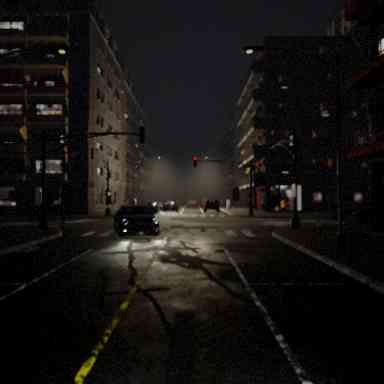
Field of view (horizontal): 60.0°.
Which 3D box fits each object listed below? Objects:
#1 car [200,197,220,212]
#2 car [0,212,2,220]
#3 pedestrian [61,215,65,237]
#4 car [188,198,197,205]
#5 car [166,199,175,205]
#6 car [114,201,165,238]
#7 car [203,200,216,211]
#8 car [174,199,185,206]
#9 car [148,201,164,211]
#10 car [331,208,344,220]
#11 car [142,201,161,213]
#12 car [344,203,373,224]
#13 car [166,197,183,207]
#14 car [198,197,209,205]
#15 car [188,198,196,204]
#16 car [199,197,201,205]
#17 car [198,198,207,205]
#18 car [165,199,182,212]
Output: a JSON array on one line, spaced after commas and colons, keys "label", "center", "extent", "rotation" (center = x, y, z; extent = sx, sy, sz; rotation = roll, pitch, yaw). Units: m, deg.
[{"label": "car", "center": [2.603, 1.705, 44.130], "extent": [2.192, 1.841, 5.009], "rotation": [1, -1, 0]}, {"label": "car", "center": [-17.762, 1.732, 26.396], "extent": [5.008, 1.535, 1.882], "rotation": [0, -2, 0]}, {"label": "pedestrian", "center": [-6.877, 1.833, 17.763], "extent": [0.500, 1.100, 0.500], "rotation": [1, -2, 0]}, {"label": "car", "center": [0.032, 2.169, 73.713], "extent": [1.882, 1.535, 5.008], "rotation": [0, -1, 0]}, {"label": "car", "center": [-5.268, 2.375, 83.017], "extent": [2.008, 1.369, 4.403], "rotation": [1, -1, 0]}, {"label": "car", "center": [-3.214, 1.512, 18.976], "extent": [2.097, 1.767, 4.553], "rotation": [0, 0, -18]}, {"label": "car", "center": [2.602, 1.968, 49.858], "extent": [1.752, 1.417, 4.829], "rotation": [1, -1, 0]}, {"label": "car", "center": [-2.719, 2.235, 73.527], "extent": [2.033, 1.411, 5.357], "rotation": [0, -1, 0]}, {"label": "car", "center": [-5.279, 2.006, 49.647], "extent": [1.947, 1.339, 4.313], "rotation": [1, -1, 0]}, {"label": "car", "center": [14.861, 1.726, 29.257], "extent": [5.008, 1.535, 1.882], "rotation": [0, -2, 0]}, {"label": "car", "center": [-5.282, 1.956, 44.086], "extent": [1.947, 1.339, 4.313], "rotation": [1, -1, 0]}, {"label": "car", "center": [13.753, 1.643, 23.844], "extent": [4.403, 1.369, 2.008], "rotation": [0, -2, 0]}, {"label": "car", "center": [-2.810, 1.979, 53.232], "extent": [1.837, 1.490, 4.892], "rotation": [0, -1, 0]}, {"label": "car", "center": [2.613, 2.063, 77.487], "extent": [2.192, 1.841, 5.009], "rotation": [1, -1, 0]}, {"label": "car", "center": [0.036, 2.196, 84.138], "extent": [2.128, 1.511, 4.902], "rotation": [0, -1, 0]}, {"label": "car", "center": [2.606, 1.809, 55.254], "extent": [2.192, 1.841, 5.009], "rotation": [1, -1, 0]}, {"label": "car", "center": [2.614, 2.265, 83.049], "extent": [1.967, 1.590, 4.097], "rotation": [1, -1, 0]}, {"label": "car", "center": [-2.822, 1.956, 44.353], "extent": [1.994, 1.385, 4.181], "rotation": [0, -1, 0]}]
